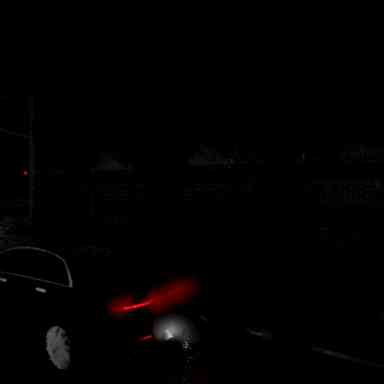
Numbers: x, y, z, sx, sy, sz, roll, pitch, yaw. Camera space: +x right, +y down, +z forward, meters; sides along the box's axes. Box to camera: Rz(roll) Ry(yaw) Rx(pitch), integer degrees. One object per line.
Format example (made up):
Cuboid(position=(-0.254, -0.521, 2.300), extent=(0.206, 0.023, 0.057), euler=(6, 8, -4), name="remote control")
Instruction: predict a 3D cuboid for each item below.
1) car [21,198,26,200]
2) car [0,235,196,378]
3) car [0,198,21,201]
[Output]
Cuboid(position=(-25.485, 1.520, 47.583), extent=(2.033, 1.411, 5.357), euler=(0, 0, 34), name="car")
Cuboid(position=(-2.228, 1.502, 5.572), extent=(4.892, 1.490, 1.837), euler=(0, 0, 35), name="car")
Cuboid(position=(-24.890, 1.576, 42.187), extent=(1.895, 1.301, 4.718), euler=(0, 0, 34), name="car")
